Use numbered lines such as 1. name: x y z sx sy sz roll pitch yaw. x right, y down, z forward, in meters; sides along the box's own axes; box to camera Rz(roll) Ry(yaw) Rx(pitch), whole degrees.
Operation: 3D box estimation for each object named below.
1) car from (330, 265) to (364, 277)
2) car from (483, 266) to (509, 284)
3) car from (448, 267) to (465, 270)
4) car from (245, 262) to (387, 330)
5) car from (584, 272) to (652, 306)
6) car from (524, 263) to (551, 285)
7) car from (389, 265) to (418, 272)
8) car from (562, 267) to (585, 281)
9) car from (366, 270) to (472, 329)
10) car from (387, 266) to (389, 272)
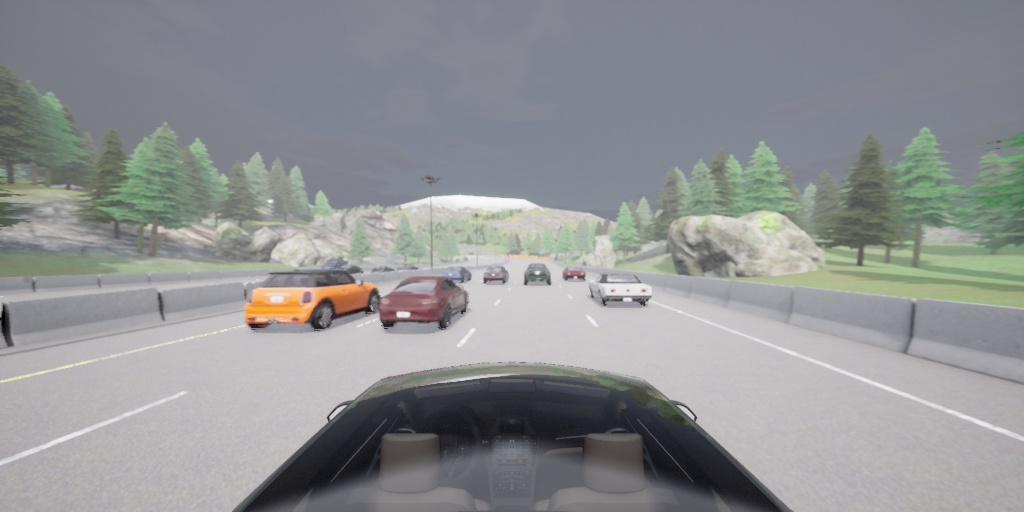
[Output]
1. car: -21.466 1.897 46.950 1.882 1.535 5.008 0 -1 4
2. car: -1.321 1.606 31.072 2.033 1.411 5.357 0 -1 4
3. car: -4.799 1.629 31.513 2.033 1.411 5.357 0 -1 4
4. car: -6.124 1.197 11.683 2.097 1.767 4.553 0 0 4
5. car: 4.710 1.436 16.339 1.895 1.301 4.718 0 -1 4
6. car: 2.079 1.372 29.464 2.097 1.767 4.553 0 -1 4
7. car: -14.314 1.912 48.775 2.128 1.511 4.902 0 -1 4
8. car: 5.953 1.692 34.932 1.895 1.301 4.718 0 -1 4
9. car: -2.632 1.352 11.470 1.812 1.442 4.674 0 0 4
10. car: -17.798 2.006 49.113 1.994 1.385 4.181 0 -1 4
